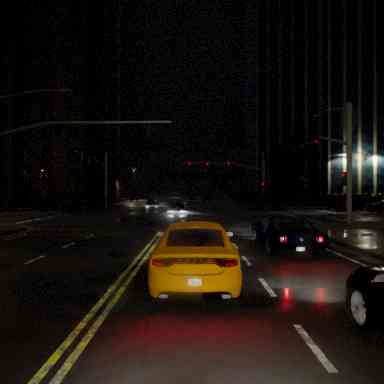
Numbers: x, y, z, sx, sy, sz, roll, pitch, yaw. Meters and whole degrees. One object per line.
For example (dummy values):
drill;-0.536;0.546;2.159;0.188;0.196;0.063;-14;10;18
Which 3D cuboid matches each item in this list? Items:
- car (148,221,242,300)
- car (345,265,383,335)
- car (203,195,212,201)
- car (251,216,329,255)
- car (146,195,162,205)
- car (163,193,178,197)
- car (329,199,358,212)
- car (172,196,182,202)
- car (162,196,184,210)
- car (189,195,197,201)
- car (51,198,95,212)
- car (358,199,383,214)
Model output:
car;0.078;1.478;8.475;1.882;1.535;5.008;0;0;1
car;3.611;1.505;3.963;1.837;1.490;4.892;0;0;0
car;3.724;1.429;79.621;1.837;1.490;4.892;0;0;0
car;3.618;1.601;13.234;1.895;1.301;4.718;0;0;0
car;-6.915;1.504;58.728;1.837;1.490;4.892;0;0;0
car;-3.406;1.214;59.061;2.150;2.045;5.566;0;1;0
car;19.031;1.547;38.933;5.357;1.411;2.033;0;0;0
car;-3.292;1.552;73.995;1.994;1.385;4.181;0;0;0
car;-2.297;1.601;43.573;1.895;1.301;4.718;0;0;-13
car;0.225;1.367;80.170;1.994;1.385;4.181;0;0;0
car;-13.853;1.491;38.903;4.902;1.511;2.128;0;1;-17
car;20.946;1.491;35.450;4.902;1.511;2.128;0;0;-1
